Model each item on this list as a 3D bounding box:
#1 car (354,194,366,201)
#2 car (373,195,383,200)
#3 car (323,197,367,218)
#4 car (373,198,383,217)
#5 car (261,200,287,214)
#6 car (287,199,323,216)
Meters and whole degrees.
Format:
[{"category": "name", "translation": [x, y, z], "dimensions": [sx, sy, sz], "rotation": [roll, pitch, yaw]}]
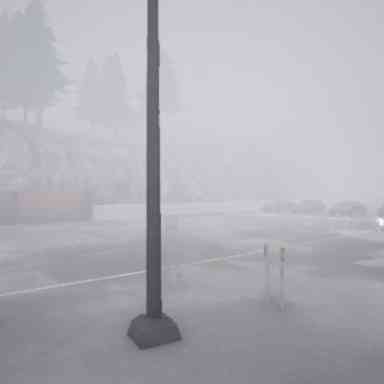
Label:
[{"category": "car", "translation": [34.632, 1.140, 68.579], "dimensions": [1.994, 1.385, 4.181], "rotation": [0, 0, 30]}, {"category": "car", "translation": [36.817, 1.285, 65.371], "dimensions": [2.033, 1.411, 5.357], "rotation": [0, 0, 32]}, {"category": "car", "translation": [14.280, 1.491, 30.369], "dimensions": [2.033, 1.411, 5.357], "rotation": [0, 0, 44]}, {"category": "car", "translation": [17.613, 1.494, 28.823], "dimensions": [1.994, 1.385, 4.181], "rotation": [0, 0, 44]}, {"category": "car", "translation": [9.512, 1.510, 35.491], "dimensions": [2.033, 1.411, 5.357], "rotation": [0, 0, 44]}, {"category": "car", "translation": [11.656, 1.459, 32.721], "dimensions": [1.837, 1.490, 4.892], "rotation": [0, 0, 44]}]
